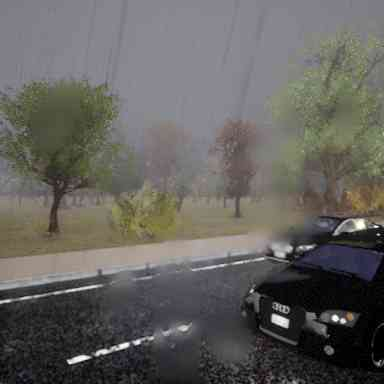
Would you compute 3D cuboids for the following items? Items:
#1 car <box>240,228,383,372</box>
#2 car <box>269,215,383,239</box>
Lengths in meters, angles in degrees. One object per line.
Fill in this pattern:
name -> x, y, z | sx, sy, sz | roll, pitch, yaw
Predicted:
car -> 2.822, 1.580, 5.701 | 4.181, 1.385, 1.994 | 0, 0, -36
car -> 4.507, 1.521, 10.886 | 4.902, 1.511, 2.128 | 0, 0, -35
